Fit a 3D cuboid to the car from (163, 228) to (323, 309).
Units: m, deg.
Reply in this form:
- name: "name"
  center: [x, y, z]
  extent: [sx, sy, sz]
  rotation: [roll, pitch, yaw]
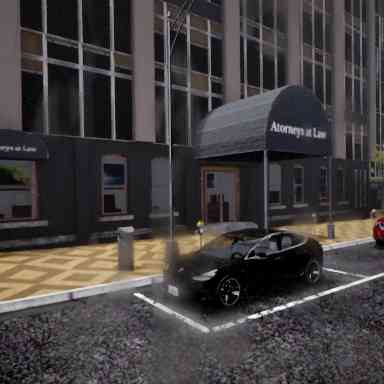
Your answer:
- name: "car"
  center: [1.370, 1.563, 7.847]
  extent: [4.313, 1.339, 1.947]
  rotation: [0, -1, -37]

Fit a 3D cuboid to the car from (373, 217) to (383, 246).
- name: "car"
  center: [9.641, 1.308, 14.054]
  extent: [5.009, 1.841, 2.192]
  rotation: [0, -1, -37]
